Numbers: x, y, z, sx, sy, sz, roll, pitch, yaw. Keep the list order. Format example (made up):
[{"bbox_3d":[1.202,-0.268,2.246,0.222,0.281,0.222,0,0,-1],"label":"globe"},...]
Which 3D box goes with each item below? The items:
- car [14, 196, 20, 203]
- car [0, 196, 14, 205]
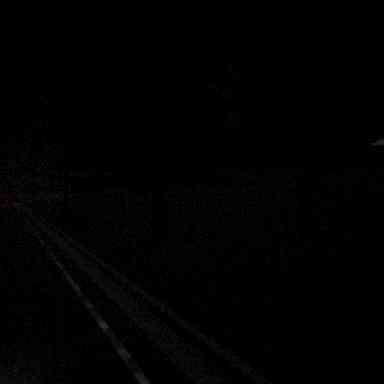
[{"bbox_3d":[-34.889,1.422,64.479,1.812,1.442,4.674,0,0,-13],"label":"car"},{"bbox_3d":[-30.992,1.477,54.934,1.812,1.442,4.674,0,0,-27],"label":"car"}]
